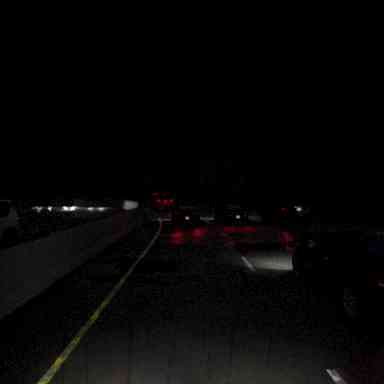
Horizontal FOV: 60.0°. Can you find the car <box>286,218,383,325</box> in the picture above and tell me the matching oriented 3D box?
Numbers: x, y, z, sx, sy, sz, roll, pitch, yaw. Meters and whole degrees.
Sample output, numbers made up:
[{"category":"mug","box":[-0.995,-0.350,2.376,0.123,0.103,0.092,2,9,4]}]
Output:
[{"category":"car","box":[3.600,1.517,6.973,1.812,1.442,4.674,0,0,0]}]

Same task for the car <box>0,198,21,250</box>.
[{"category":"car","box":[-7.116,1.211,9.577,2.150,2.045,5.566,0,0,-1]}]

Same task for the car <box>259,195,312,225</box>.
[{"category":"car","box":[6.533,1.201,23.726,2.150,2.045,5.566,0,0,-5]}]

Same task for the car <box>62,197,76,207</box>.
[{"category":"car","box":[-19.743,1.556,53.174,2.128,1.511,4.902,0,0,-25]}]

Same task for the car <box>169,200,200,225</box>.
[{"category":"car","box":[-0.517,1.508,23.686,1.812,1.442,4.674,0,0,-5]}]

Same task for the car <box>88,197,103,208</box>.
[{"category":"car","box":[-14.762,1.544,50.624,1.837,1.490,4.892,0,0,-23]}]

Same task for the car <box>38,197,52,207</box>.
[{"category":"car","box":[-23.302,1.553,52.488,1.882,1.535,5.008,0,0,-26]}]

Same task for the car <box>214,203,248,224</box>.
[{"category":"car","box":[2.876,1.507,24.789,1.812,1.442,4.674,0,0,-6]}]

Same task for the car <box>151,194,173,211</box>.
[{"category":"car","box":[-3.710,1.220,40.787,2.150,2.045,5.566,0,0,-15]}]
